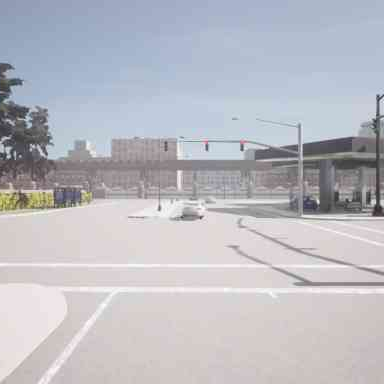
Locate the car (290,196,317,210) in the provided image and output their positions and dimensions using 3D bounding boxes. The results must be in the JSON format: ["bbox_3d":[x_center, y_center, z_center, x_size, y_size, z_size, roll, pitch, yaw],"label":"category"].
[{"bbox_3d":[13.249,1.295,39.729,2.242,1.667,4.611,0,0,0],"label":"car"}]

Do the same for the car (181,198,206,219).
[{"bbox_3d":[0.090,1.525,29.370,1.812,1.442,4.674,0,0,3],"label":"car"}]

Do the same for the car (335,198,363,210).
[{"bbox_3d":[18.995,1.456,40.486,1.970,1.475,3.806,0,0,0],"label":"car"}]

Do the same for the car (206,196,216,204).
[{"bbox_3d":[3.563,1.525,64.414,1.812,1.442,4.674,0,0,0],"label":"car"}]

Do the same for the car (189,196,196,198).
[{"bbox_3d":[0.063,1.547,64.417,2.033,1.411,5.357,0,0,0],"label":"car"}]
